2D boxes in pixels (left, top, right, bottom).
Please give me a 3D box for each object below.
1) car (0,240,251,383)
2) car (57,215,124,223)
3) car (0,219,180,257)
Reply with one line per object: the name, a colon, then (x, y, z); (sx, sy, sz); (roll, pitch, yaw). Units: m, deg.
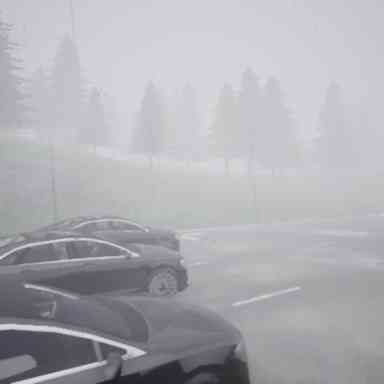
car: (-1.652, 1.491, 2.569); (4.902, 1.511, 2.128); (0, 0, -36)
car: (-2.616, 1.492, 10.479); (4.902, 1.511, 2.128); (0, 0, -36)
car: (-2.295, 1.492, 6.410); (4.902, 1.511, 2.128); (0, 0, -36)
